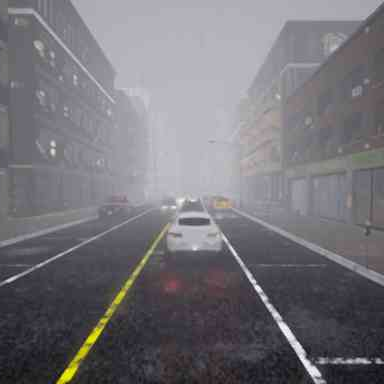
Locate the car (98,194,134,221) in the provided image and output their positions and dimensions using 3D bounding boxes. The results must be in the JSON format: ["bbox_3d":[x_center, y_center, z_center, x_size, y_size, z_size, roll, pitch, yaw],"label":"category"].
[{"bbox_3d":[-5.701,1.117,25.581,2.192,1.841,5.009,0,0,0],"label":"car"}]

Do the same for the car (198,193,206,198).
[{"bbox_3d":[2.645,0.880,87.580,1.947,1.339,4.313,0,0,0],"label":"car"}]

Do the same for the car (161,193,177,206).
[{"bbox_3d":[-3.112,1.211,45.431,1.994,1.385,4.181,0,0,0],"label":"car"}]

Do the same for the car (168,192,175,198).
[{"bbox_3d":[-5.739,0.814,93.216,1.887,1.381,4.507,0,0,0],"label":"car"}]

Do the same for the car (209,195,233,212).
[{"bbox_3d":[3.132,1.187,34.770,1.801,1.575,5.366,0,0,0],"label":"car"}]

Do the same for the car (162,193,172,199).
[{"bbox_3d":[-5.730,0.955,76.307,2.008,1.369,4.403,0,0,0],"label":"car"}]

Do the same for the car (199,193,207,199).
[{"bbox_3d":[2.648,0.883,82.114,1.752,1.417,4.829,0,0,0],"label":"car"}]

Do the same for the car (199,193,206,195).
[{"bbox_3d":[2.660,1.088,59.400,2.008,1.369,4.403,0,0,0],"label":"car"}]

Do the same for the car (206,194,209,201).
[{"bbox_3d":[3.118,1.155,41.579,1.882,1.535,5.008,0,0,0],"label":"car"}]

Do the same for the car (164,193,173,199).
[{"bbox_3d":[-5.733,0.910,81.944,2.008,1.369,4.403,0,0,0],"label":"car"}]

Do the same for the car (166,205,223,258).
[{"bbox_3d":[0.070,1.430,12.289,1.812,1.442,4.674,0,0,0],"label":"car"}]

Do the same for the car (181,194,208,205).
[{"bbox_3d":[0.068,1.256,30.305,2.128,1.511,4.902,0,0,0],"label":"car"}]
